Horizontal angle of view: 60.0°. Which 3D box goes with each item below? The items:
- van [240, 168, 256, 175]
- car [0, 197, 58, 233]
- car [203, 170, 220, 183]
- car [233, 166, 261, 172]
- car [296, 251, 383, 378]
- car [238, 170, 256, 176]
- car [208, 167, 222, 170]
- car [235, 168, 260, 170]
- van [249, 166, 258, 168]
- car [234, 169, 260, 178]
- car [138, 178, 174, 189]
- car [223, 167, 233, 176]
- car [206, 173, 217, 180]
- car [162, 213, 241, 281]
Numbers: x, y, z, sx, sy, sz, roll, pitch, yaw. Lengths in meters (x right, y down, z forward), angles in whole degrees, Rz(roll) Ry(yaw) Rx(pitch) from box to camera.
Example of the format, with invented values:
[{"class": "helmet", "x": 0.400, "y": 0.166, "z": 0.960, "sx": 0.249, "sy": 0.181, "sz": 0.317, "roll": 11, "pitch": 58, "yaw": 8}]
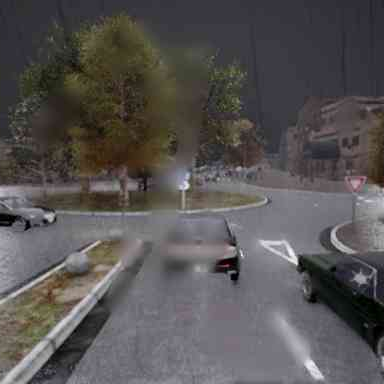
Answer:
[{"class": "van", "x": 15.523, "y": -5.672, "z": 92.434, "sx": 4.442, "sy": 1.987, "sz": 1.878, "roll": 1, "pitch": 6, "yaw": 11}, {"class": "car", "x": -8.932, "y": 0.994, "z": 16.133, "sx": 4.902, "sy": 1.511, "sz": 2.128, "roll": 1, "pitch": 4, "yaw": 15}, {"class": "car", "x": 3.518, "y": -2.747, "z": 62.831, "sx": 2.097, "sy": 1.767, "sz": 4.553, "roll": 0, "pitch": 5, "yaw": 0}, {"class": "car", "x": 14.007, "y": -4.927, "z": 84.559, "sx": 5.566, "sy": 2.045, "sz": 2.435, "roll": 1, "pitch": 6, "yaw": 10}, {"class": "car", "x": 3.159, "y": 1.574, "z": 5.145, "sx": 1.895, "sy": 1.301, "sz": 4.718, "roll": 0, "pitch": 1, "yaw": 0}, {"class": "car", "x": 14.898, "y": -5.147, "z": 89.830, "sx": 4.674, "sy": 1.452, "sz": 2.002, "roll": 1, "pitch": 6, "yaw": 11}, {"class": "car", "x": 5.620, "y": -4.514, "z": 81.803, "sx": 2.097, "sy": 1.767, "sz": 4.553, "roll": 1, "pitch": 6, "yaw": 9}, {"class": "car", "x": 13.121, "y": -4.287, "z": 79.165, "sx": 4.553, "sy": 1.767, "sz": 2.185, "roll": 1, "pitch": 5, "yaw": 9}, {"class": "van", "x": 13.423, "y": -4.647, "z": 81.887, "sx": 4.442, "sy": 1.987, "sz": 1.878, "roll": 1, "pitch": 5, "yaw": 9}, {"class": "car", "x": 12.636, "y": -3.906, "z": 76.477, "sx": 4.892, "sy": 1.521, "sz": 2.231, "roll": 1, "pitch": 5, "yaw": 9}, {"class": "car", "x": -4.875, "y": -1.106, "z": 45.377, "sx": 4.902, "sy": 1.511, "sz": 2.128, "roll": 0, "pitch": 4, "yaw": 3}, {"class": "car", "x": 9.987, "y": -5.122, "z": 89.597, "sx": 1.837, "sy": 1.490, "sz": 4.892, "roll": 1, "pitch": 6, "yaw": 10}, {"class": "car", "x": 4.232, "y": -3.462, "z": 72.768, "sx": 1.994, "sy": 1.385, "sz": 4.181, "roll": 1, "pitch": 5, "yaw": 9}, {"class": "car", "x": 0.300, "y": 1.355, "z": 9.542, "sx": 2.128, "sy": 1.511, "sz": 4.902, "roll": 0, "pitch": 2, "yaw": 2}]
